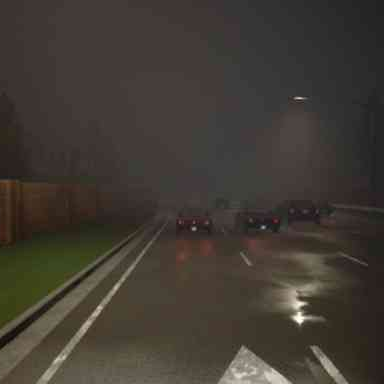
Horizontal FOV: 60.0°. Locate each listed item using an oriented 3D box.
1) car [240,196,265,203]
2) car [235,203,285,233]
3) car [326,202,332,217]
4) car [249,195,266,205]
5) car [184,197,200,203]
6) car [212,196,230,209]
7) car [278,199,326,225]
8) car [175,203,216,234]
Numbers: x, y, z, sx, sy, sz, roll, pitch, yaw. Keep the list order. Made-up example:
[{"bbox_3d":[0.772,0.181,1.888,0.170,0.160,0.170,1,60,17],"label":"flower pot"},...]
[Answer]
[{"bbox_3d":[7.013,1.336,40.624,2.033,1.411,5.357,0,0,0],"label":"car"},{"bbox_3d":[3.600,1.501,19.044,1.895,1.301,4.718,0,0,0],"label":"car"},{"bbox_3d":[10.599,1.338,29.283,2.128,1.511,4.902,0,0,0],"label":"car"},{"bbox_3d":[10.577,1.284,53.910,1.994,1.385,4.181,0,0,0],"label":"car"},{"bbox_3d":[0.013,1.312,40.915,1.812,1.442,4.674,0,1,0],"label":"car"},{"bbox_3d":[3.512,1.296,40.455,1.837,1.490,4.892,0,1,0],"label":"car"},{"bbox_3d":[7.100,1.234,22.958,2.097,1.767,4.553,0,1,0],"label":"car"},{"bbox_3d":[0.099,1.504,18.466,1.895,1.301,4.718,0,0,0],"label":"car"}]
